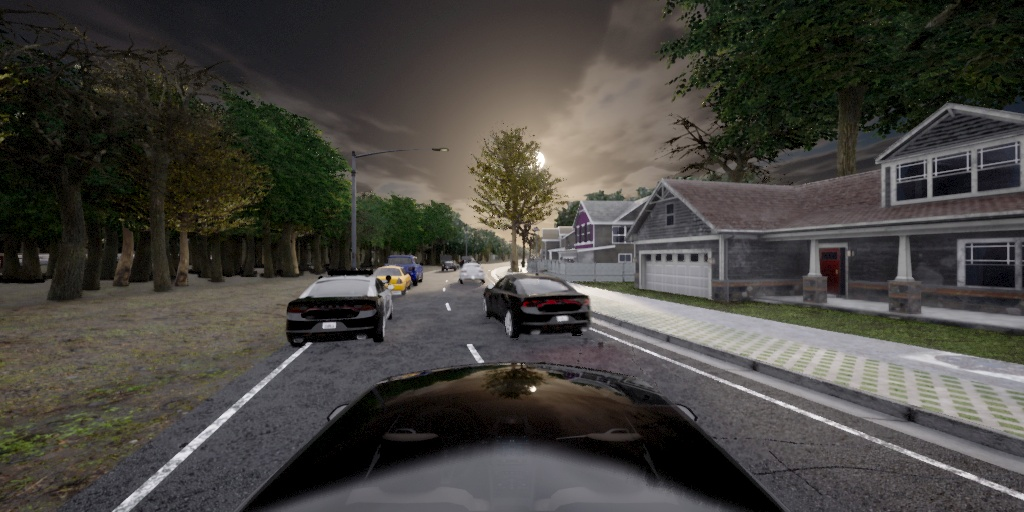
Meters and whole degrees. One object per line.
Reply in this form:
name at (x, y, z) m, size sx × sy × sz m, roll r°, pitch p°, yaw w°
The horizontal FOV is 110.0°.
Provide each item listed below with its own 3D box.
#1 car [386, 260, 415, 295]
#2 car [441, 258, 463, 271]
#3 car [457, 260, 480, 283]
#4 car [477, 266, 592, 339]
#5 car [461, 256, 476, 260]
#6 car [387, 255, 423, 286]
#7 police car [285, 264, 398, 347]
car at (-6.519, 1.206, 19.393) m, size 1.801 × 1.575 × 5.366 m, roll 0°, pitch 0°, yaw -11°
car at (-8.217, 1.274, 48.117) m, size 1.812 × 1.442 × 4.674 m, roll 0°, pitch 0°, yaw 0°
car at (-3.147, 1.273, 27.959) m, size 1.812 × 1.442 × 4.674 m, roll 0°, pitch 0°, yaw -8°
car at (0.449, 1.227, 10.275) m, size 1.882 × 1.535 × 5.008 m, roll 0°, pitch 0°, yaw -15°
car at (-7.780, 1.059, 63.751) m, size 2.150 × 2.045 × 5.566 m, roll 0°, pitch -1°, yaw 4°
car at (-7.524, 0.975, 25.117) m, size 2.150 × 2.045 × 5.566 m, roll 0°, pitch 0°, yaw -9°
police car at (-4.282, 1.175, 9.611) m, size 1.930 × 1.638 × 5.238 m, roll 0°, pitch 0°, yaw -15°
